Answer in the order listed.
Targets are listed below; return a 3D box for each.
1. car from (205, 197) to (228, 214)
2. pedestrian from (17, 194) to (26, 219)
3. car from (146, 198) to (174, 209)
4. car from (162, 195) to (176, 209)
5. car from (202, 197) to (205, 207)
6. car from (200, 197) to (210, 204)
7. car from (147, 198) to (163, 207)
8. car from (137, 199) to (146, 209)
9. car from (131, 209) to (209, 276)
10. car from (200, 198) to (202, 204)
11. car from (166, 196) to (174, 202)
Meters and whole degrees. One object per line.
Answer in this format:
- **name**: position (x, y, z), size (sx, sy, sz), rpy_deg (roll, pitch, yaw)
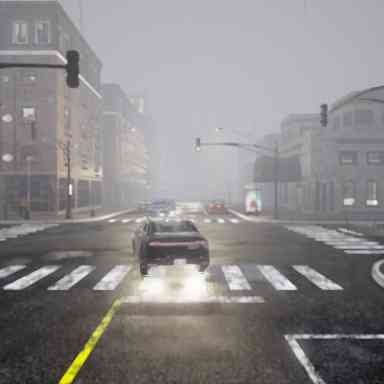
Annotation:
- **car**: position (2.686, 1.486, 35.190), size (1.967, 1.590, 4.097), rpy_deg (0, 0, 0)
- **pedestrian**: position (-12.629, 1.097, 24.604), size (0.375, 1.860, 0.375), rpy_deg (0, 0, 0)
- **car**: position (-3.094, 1.567, 32.768), size (1.812, 1.442, 4.674), rpy_deg (0, 0, 0)
- **car**: position (-3.066, 1.553, 43.123), size (2.128, 1.511, 4.902), rpy_deg (0, 0, 0)
- **car**: position (2.687, 1.650, 46.583), size (1.802, 1.307, 4.206), rpy_deg (0, 0, 0)
- **car**: position (2.688, 1.670, 69.370), size (2.008, 1.369, 4.403), rpy_deg (-1, 0, 0)
- **car**: position (-5.693, 1.631, 52.268), size (2.008, 1.369, 4.403), rpy_deg (0, 0, 0)
- **car**: position (-5.694, 1.608, 40.875), size (2.008, 1.369, 4.403), rpy_deg (0, 0, 0)
- **car**: position (-0.834, 1.510, 10.516), size (2.128, 1.511, 4.902), rpy_deg (0, 0, -13)
- **car**: position (2.687, 1.631, 52.280), size (2.008, 1.369, 4.403), rpy_deg (0, 0, 0)
- **car**: position (-5.692, 1.691, 86.277), size (1.752, 1.417, 4.829), rpy_deg (-1, 0, 0)
